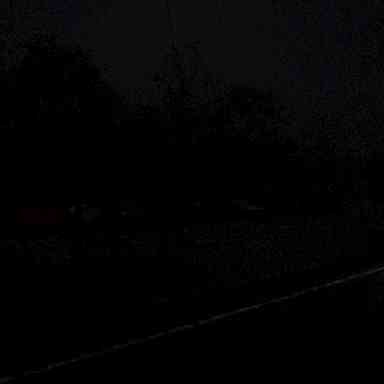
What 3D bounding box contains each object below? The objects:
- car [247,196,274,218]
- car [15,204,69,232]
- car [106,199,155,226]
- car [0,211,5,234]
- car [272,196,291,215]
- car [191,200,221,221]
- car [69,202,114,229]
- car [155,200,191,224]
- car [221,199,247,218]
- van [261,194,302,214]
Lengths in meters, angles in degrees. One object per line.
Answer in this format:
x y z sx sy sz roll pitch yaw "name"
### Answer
4.320 1.394 29.588 1.946 1.575 5.366 0 0 -36 "car"
-9.328 1.473 20.048 2.097 1.535 5.008 0 0 -36 "car"
-4.835 1.321 23.307 2.185 1.767 4.553 0 0 -36 "car"
-11.588 1.527 18.434 2.002 1.452 4.674 0 0 -36 "car"
6.453 1.415 31.379 2.163 1.488 4.792 0 0 -36 "car"
-0.298 1.423 26.506 2.231 1.521 4.892 0 0 -36 "car"
-7.072 1.500 21.666 2.002 1.452 4.674 0 0 -36 "car"
-2.562 1.434 24.902 2.097 1.535 5.008 0 0 -36 "car"
1.938 1.439 28.149 2.163 1.488 4.792 0 0 -36 "car"
8.794 1.148 32.873 1.878 1.987 4.442 0 0 -36 "van"
